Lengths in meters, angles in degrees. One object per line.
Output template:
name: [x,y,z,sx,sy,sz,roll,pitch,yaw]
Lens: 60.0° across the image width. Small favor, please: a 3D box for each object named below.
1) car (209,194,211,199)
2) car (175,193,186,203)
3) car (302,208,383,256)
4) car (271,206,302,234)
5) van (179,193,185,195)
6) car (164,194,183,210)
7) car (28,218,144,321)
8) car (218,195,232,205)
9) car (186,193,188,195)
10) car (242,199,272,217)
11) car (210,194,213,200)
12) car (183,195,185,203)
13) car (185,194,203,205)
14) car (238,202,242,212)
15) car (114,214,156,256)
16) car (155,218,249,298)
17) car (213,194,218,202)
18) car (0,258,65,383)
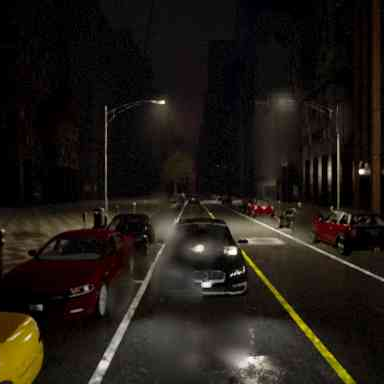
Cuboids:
car: [6.078,1.418,87.039,1.752,1.417,4.829,0,0,0]
car: [-2.438,1.226,69.825,2.192,1.841,5.009,0,0,0]
car: [6.115,1.420,13.059,1.967,1.590,4.097,0,0,0]
car: [6.112,1.539,18.737,1.947,1.339,4.313,0,0,0]
van: [-2.430,1.271,52.792,1.690,1.788,3.998,0,0,0]
car: [-2.424,1.384,41.437,1.967,1.590,4.097,0,0,0]
car: [-2.407,1.533,7.373,1.887,1.381,4.507,0,0,0]
car: [6.093,1.506,58.481,1.802,1.307,4.206,0,0,0]
car: [-2.435,1.232,64.147,2.192,1.841,5.009,0,0,0]
car: [6.106,1.398,30.092,1.967,1.590,4.097,0,0,0]
car: [6.081,1.481,81.191,1.802,1.307,4.206,0,0,0]
car: [-2.427,1.488,47.115,2.008,1.369,4.403,0,0,0]
car: [0.332,1.491,55.727,1.994,1.385,4.181,0,0,0]
car: [6.104,1.517,35.770,1.947,1.339,4.313,0,0,0]
car: [-2.410,1.546,13.051,1.947,1.339,4.313,0,0,0]
car: [0.254,1.491,8.687,1.837,1.490,4.892,0,0,0]
car: [6.087,1.462,69.836,2.008,1.369,4.403,0,0,0]
car: [-2.404,1.523,1.526,1.752,1.417,4.829,0,0,0]
